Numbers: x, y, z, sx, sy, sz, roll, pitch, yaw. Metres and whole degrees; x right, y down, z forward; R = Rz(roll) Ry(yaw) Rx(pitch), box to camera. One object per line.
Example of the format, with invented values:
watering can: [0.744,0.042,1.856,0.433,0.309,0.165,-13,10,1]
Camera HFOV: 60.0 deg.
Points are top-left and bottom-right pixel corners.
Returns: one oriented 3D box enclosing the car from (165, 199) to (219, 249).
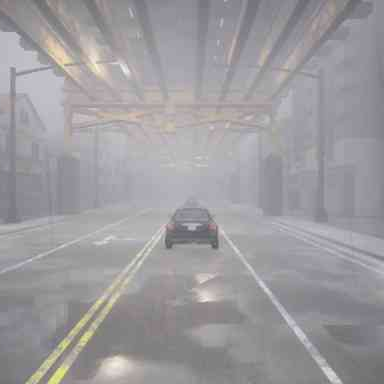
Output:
car: [0.000,1.366,14.620,2.097,1.767,4.553,0,0,0]
